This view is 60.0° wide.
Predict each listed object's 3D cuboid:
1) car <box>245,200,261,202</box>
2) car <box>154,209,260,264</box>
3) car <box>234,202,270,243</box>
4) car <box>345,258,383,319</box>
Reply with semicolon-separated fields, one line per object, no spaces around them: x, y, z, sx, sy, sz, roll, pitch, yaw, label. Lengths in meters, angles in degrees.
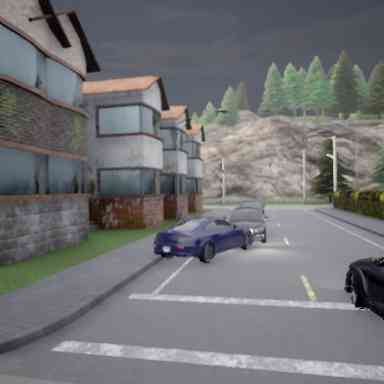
4.806;1.427;26.398;1.882;1.535;5.008;-1;0;12;car
0.555;1.590;12.235;1.812;1.442;4.674;-1;0;36;car
2.693;1.513;16.271;1.837;1.490;4.892;-2;0;12;car
4.134;1.567;5.256;1.994;1.385;4.181;-2;0;1;car
